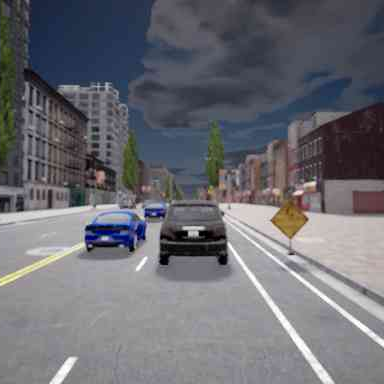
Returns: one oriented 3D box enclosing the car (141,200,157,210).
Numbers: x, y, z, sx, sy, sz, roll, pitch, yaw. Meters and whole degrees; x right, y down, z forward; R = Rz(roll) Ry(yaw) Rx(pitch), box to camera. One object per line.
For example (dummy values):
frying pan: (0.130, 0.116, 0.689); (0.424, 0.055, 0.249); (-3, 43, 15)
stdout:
car: (-6.561, 1.959, 51.051); (1.837, 1.490, 4.892); (0, -1, 0)

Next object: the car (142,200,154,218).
car: (-3.163, 1.708, 30.145); (1.882, 1.535, 5.008); (0, -1, 0)

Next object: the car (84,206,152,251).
car: (-3.170, 1.575, 14.639); (1.882, 1.535, 5.008); (0, -1, 0)

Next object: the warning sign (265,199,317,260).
warning sign: (3.195, 1.186, 10.880); (1.300, 1.860, 1.060); (-2, -2, 0)

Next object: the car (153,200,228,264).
car: (0.066, 1.303, 12.289); (2.150, 2.045, 5.566); (0, 0, 0)

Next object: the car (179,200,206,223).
car: (0.076, 1.563, 28.264); (2.097, 1.767, 4.553); (0, -1, 0)

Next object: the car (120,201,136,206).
car: (-9.810, 2.021, 51.311); (1.994, 1.385, 4.181); (0, -1, 0)
